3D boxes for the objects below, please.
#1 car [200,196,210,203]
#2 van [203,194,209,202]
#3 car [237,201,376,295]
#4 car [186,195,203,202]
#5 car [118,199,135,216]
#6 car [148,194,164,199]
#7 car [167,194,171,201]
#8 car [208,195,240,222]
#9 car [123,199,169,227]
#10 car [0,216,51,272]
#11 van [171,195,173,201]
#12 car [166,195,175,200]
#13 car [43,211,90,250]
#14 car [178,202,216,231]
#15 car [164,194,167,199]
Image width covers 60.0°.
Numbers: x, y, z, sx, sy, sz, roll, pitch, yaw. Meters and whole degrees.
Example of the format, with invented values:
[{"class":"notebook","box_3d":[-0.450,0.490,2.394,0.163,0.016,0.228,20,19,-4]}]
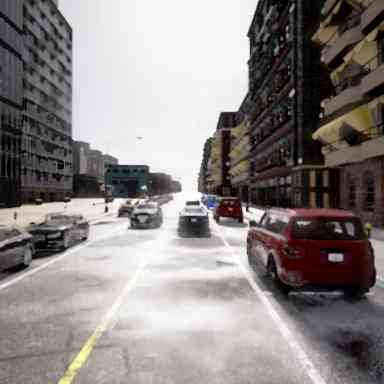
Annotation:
[{"class":"car","box_3d":[2.714,1.490,70.753,1.947,1.339,4.313,1,0,0]},{"class":"van","box_3d":[2.711,1.311,42.521,1.690,1.788,3.998,1,0,0]},{"class":"car","box_3d":[2.705,1.313,8.644,2.192,1.841,5.009,1,0,0]},{"class":"car","box_3d":[0.109,1.461,42.738,2.128,1.511,4.902,0,0,0]},{"class":"car","box_3d":[-5.676,1.422,31.200,1.967,1.590,4.097,1,0,0]},{"class":"car","box_3d":[-5.642,1.403,48.138,1.967,1.590,4.097,1,0,0]},{"class":"car","box_3d":[-5.634,1.480,65.076,1.887,1.381,4.507,1,0,0]},{"class":"car","box_3d":[2.708,1.302,25.583,2.192,1.841,5.009,1,0,0]},{"class":"car","box_3d":[-3.000,1.482,22.735,2.128,1.511,4.902,0,0,0]},{"class":"car","box_3d":[-5.679,1.549,8.617,2.008,1.369,4.403,1,0,0]},{"class":"van","box_3d":[-5.631,1.266,70.721,1.690,1.788,3.998,1,0,0]},{"class":"car","box_3d":[-5.630,1.432,87.659,1.887,1.381,4.507,1,0,0]},{"class":"car","box_3d":[-5.678,1.546,14.263,2.008,1.369,4.403,1,0,0]},{"class":"car","box_3d":[0.103,1.538,20.285,2.033,1.411,5.357,0,0,0]},{"class":"car","box_3d":[-5.635,1.395,53.785,1.967,1.590,4.097,1,0,0]}]
